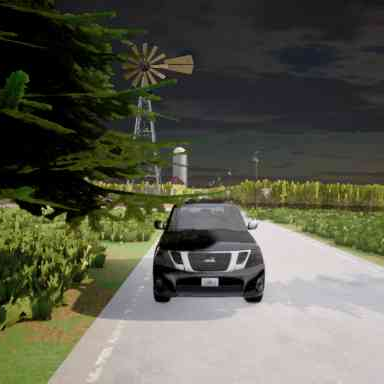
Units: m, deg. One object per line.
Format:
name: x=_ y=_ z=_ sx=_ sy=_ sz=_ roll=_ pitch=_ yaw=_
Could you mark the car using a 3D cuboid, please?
car: x=0.331 y=1.221 z=8.579 sx=2.150 sy=2.045 sz=5.566 roll=0 pitch=0 yaw=0
